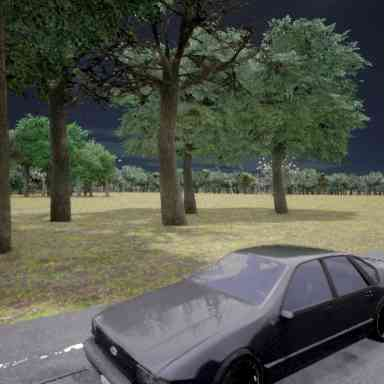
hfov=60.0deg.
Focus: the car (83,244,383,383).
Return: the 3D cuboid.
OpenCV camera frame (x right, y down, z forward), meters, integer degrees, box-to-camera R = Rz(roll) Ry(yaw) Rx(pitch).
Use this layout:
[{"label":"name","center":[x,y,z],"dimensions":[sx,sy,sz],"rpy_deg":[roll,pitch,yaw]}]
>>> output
[{"label":"car","center":[1.300,1.545,4.916],"dimensions":[5.357,1.411,2.033],"rpy_deg":[0,0,-35]}]
